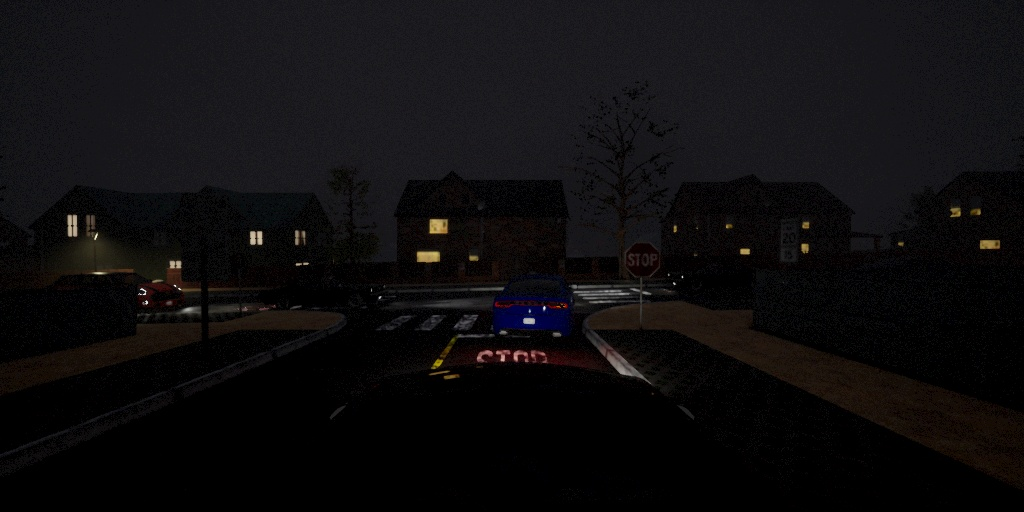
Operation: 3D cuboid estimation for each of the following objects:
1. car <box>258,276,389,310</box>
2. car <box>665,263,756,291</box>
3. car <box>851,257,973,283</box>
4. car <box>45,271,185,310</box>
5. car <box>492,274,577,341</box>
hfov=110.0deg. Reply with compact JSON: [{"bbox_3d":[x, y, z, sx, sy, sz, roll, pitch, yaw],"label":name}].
[{"bbox_3d":[-7.821,1.505,15.231,4.718,1.301,1.895,-1,1,0],"label":"car"},{"bbox_3d":[10.399,1.033,18.171,4.718,1.301,1.895,-1,1,-1],"label":"car"},{"bbox_3d":[20.044,0.752,18.214,5.357,1.411,2.033,-1,1,0],"label":"car"},{"bbox_3d":[-16.809,1.470,15.217,4.553,1.767,2.097,-1,1,0],"label":"car"},{"bbox_3d":[0.780,1.226,10.029,1.882,1.535,5.008,0,0,10],"label":"car"}]
